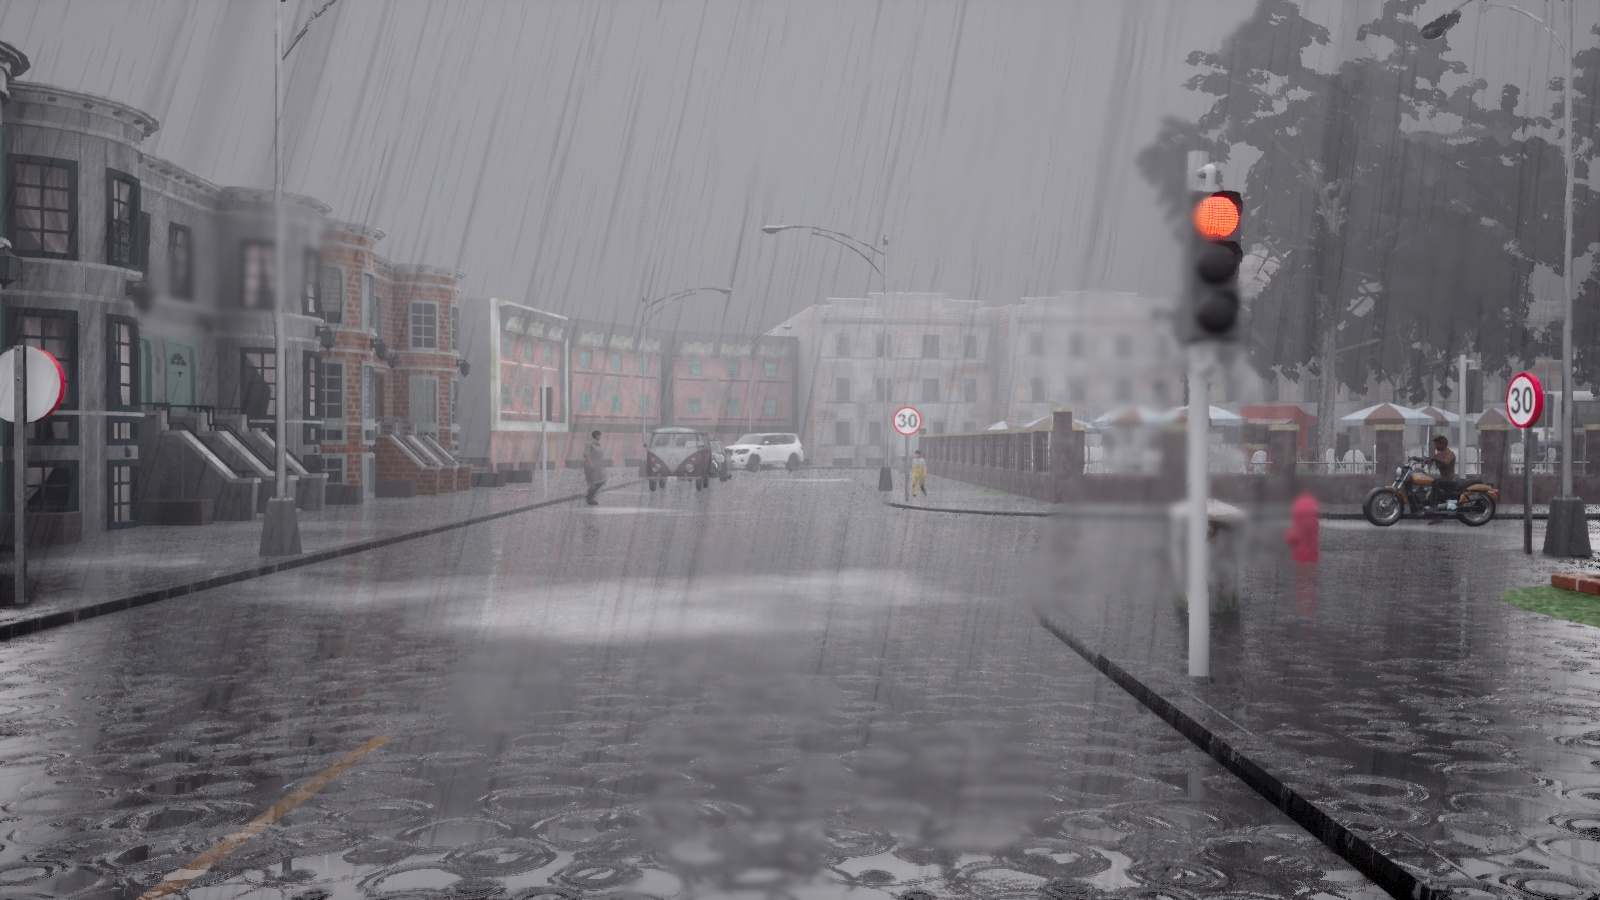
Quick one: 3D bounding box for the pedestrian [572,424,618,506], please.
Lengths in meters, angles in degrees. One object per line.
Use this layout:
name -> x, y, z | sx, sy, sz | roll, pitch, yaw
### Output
pedestrian -> -4.964, 0.361, 30.433 | 0.873, 1.952, 0.659 | 0, 0, 19

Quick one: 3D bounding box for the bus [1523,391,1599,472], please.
bus -> 45.156, -0.974, 67.486 | 10.273, 4.253, 3.944 | 0, 0, 0

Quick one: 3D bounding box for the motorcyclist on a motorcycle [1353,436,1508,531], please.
motorcyclist on a motorcycle -> 11.180, 0.580, 22.316 | 2.350, 1.649, 0.766 | 0, 0, 0

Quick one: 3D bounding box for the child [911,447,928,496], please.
child -> 3.115, 0.552, 32.742 | 0.270, 1.263, 0.437 | 0, 0, 29

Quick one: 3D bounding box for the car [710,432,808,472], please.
car -> -2.122, 0.090, 66.496 | 2.150, 2.045, 5.566 | 0, 0, 38

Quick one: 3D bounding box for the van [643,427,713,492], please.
van -> -3.858, 0.268, 40.407 | 1.775, 1.987, 4.442 | 0, 0, 0

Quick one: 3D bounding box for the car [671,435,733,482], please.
car -> -3.842, 0.322, 49.765 | 2.097, 1.767, 4.553 | 0, 0, 0
